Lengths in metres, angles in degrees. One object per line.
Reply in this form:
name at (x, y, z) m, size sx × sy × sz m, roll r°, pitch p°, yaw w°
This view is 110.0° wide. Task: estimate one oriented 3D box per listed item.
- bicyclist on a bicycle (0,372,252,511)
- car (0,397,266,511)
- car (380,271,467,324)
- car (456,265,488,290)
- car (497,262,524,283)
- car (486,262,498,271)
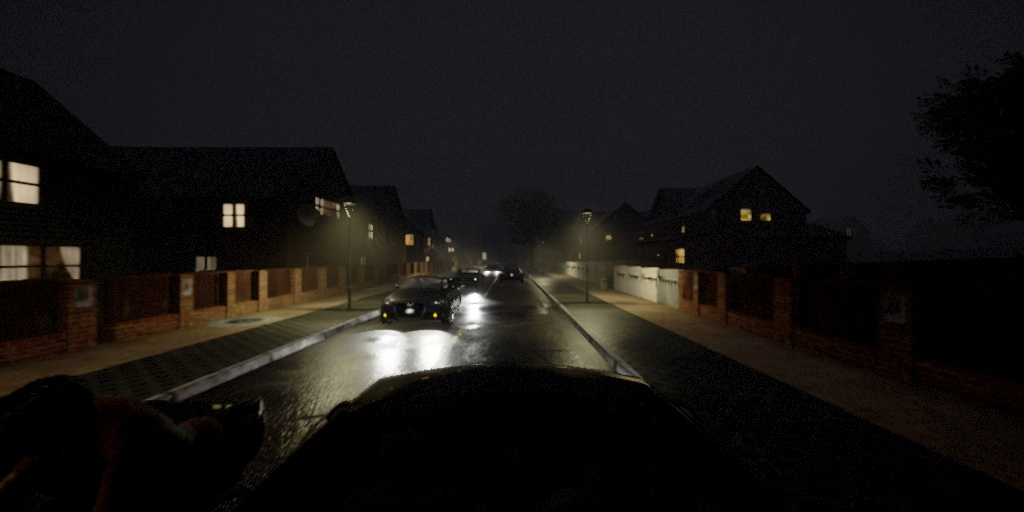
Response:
bicyclist on a bicycle at (-1.770, 1.233, 1.493) m, size 0.582 × 1.620 × 1.656 m, roll 15°, pitch 6°, yaw 17°
car at (-2.889, 1.347, 0.641) m, size 1.895 × 1.301 × 4.718 m, roll 0°, pitch 0°, yaw -1°
car at (-2.877, 1.371, 12.094) m, size 1.994 × 1.385 × 4.181 m, roll 0°, pitch 0°, yaw 0°
car at (-2.893, 1.463, 23.455) m, size 1.895 × 1.301 × 4.718 m, roll 0°, pitch 0°, yaw 0°
car at (-0.022, 1.455, 30.192) m, size 1.994 × 1.385 × 4.181 m, roll 0°, pitch 0°, yaw 0°
car at (-3.014, 1.596, 55.377) m, size 1.895 × 1.301 × 4.718 m, roll 0°, pitch 0°, yaw 0°
